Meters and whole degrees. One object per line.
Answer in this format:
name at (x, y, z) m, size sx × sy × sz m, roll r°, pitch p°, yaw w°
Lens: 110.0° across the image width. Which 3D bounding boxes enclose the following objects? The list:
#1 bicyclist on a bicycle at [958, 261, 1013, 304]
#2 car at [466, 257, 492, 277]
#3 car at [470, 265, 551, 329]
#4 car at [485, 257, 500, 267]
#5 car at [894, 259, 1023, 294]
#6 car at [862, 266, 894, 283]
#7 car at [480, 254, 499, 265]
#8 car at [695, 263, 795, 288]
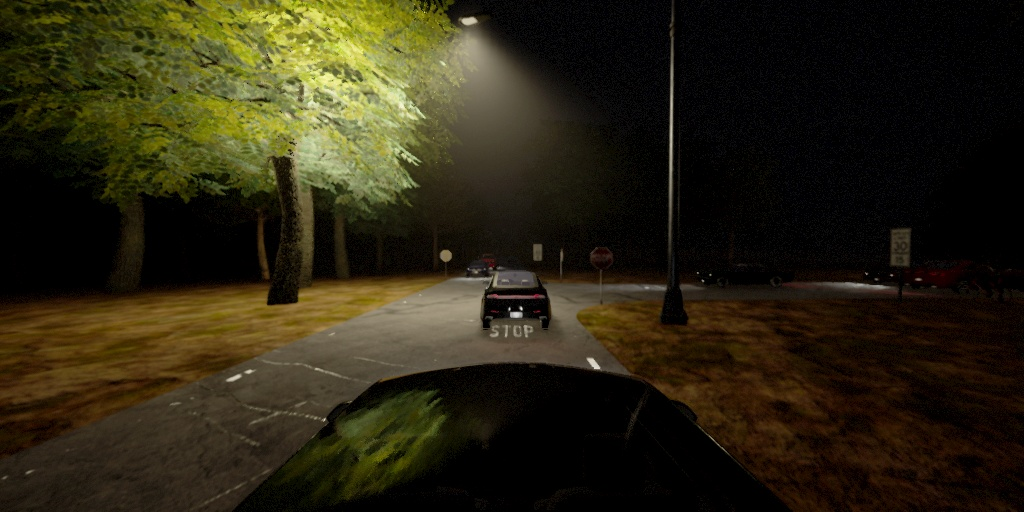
bicyclist on a bicycle at (18.548, 1.008, 14.104) m, size 0.582 × 1.620 × 1.656 m, roll -1°, pitch 0°, yaw 0°
car at (-3.092, 1.125, 33.144) m, size 1.812 × 1.442 × 4.674 m, roll 0°, pitch 0°, yaw 0°
car at (0.102, 1.207, 11.136) m, size 2.128 × 1.511 × 4.902 m, roll 0°, pitch 0°, yaw 0°
car at (-3.059, 0.911, 58.376) m, size 2.128 × 1.511 × 4.902 m, roll 0°, pitch 0°, yaw 0°
car at (22.151, 0.937, 17.367) m, size 5.008 × 1.535 × 1.882 m, roll -1°, pitch 2°, yaw 0°
car at (23.493, 0.911, 20.583) m, size 5.357 × 1.411 × 2.033 m, roll -1°, pitch 1°, yaw -2°
car at (-3.078, 0.747, 45.415) m, size 2.150 × 2.045 × 5.566 m, roll 0°, pitch 0°, yaw 1°
car at (13.242, 1.095, 20.670) m, size 4.718 × 1.301 × 1.895 m, roll -1°, pitch 1°, yaw 2°
